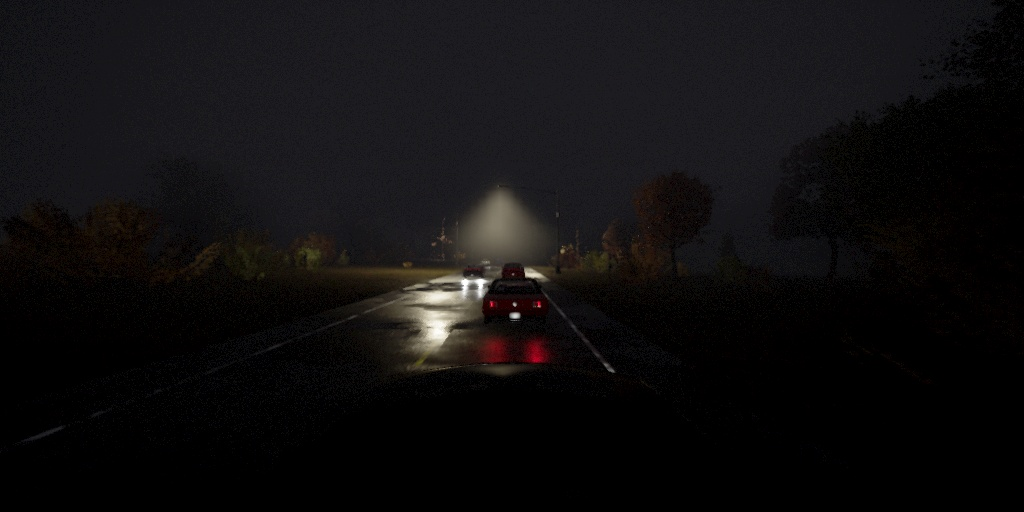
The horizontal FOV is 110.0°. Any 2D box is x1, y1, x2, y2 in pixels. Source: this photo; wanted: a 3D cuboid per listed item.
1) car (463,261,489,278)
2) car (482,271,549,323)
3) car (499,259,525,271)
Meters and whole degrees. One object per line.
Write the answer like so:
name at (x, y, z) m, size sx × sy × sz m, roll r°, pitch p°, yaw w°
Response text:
car at (-3.591, 1.418, 34.533) m, size 1.895 × 1.301 × 4.718 m, roll 0°, pitch 0°, yaw 0°
car at (0.094, 1.370, 12.159) m, size 1.895 × 1.301 × 4.718 m, roll 0°, pitch 0°, yaw 0°
car at (0.101, 1.285, 30.329) m, size 1.882 × 1.535 × 5.008 m, roll 0°, pitch 0°, yaw 0°
